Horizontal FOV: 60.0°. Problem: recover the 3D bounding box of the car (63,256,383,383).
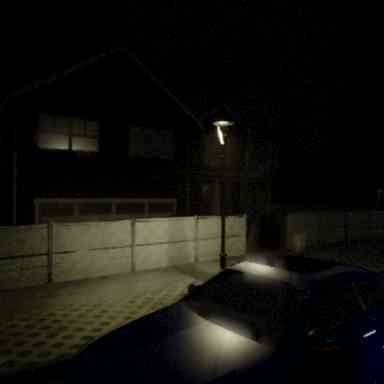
[{"bbox_3d":[0.990,1.544,3.763,4.674,1.442,1.812,0,0,-36],"label":"car"}]
